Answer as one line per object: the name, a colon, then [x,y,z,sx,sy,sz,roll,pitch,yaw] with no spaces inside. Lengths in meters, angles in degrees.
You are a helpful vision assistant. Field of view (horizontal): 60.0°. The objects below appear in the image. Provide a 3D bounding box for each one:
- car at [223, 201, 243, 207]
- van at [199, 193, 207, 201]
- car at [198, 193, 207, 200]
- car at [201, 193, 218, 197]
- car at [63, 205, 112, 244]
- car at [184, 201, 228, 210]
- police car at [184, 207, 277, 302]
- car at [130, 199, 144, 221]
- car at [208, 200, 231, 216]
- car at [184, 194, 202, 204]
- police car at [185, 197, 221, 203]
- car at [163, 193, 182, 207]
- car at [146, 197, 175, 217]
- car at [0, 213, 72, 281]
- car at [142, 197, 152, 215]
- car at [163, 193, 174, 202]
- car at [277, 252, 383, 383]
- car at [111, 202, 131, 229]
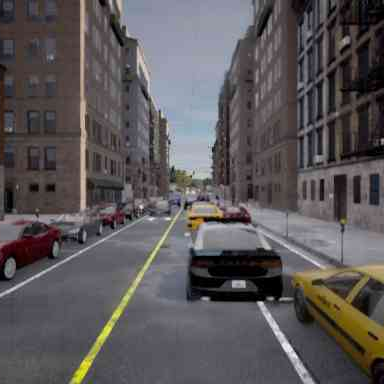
car: [2.635,1.521,21.185,1.887,1.381,4.507,0,0,0]
van: [2.688,1.244,81.977,1.690,1.788,3.998,0,0,0]
car: [2.683,1.211,87.481,2.192,1.841,5.009,0,0,0]
car: [2.634,1.265,43.914,2.192,1.841,5.009,0,0,0]
car: [-5.390,1.534,15.502,2.008,1.369,4.403,0,0,0]
car: [0.716,1.462,18.353,1.882,1.535,5.008,0,0,2]
police car: [0.823,1.417,8.435,1.930,1.638,5.238,0,0,0]
car: [-5.390,1.536,26.867,1.947,1.339,4.313,0,0,0]
car: [2.635,1.508,32.550,1.887,1.381,4.507,0,0,0]
car: [0.000,1.430,41.691,1.882,1.535,5.008,0,0,0]
police car: [0.707,1.398,24.407,1.930,1.638,5.238,0,0,-2]
car: [-2.753,1.177,49.294,2.150,2.045,5.566,0,0,0]
car: [-2.847,1.491,31.157,1.812,1.442,4.674,0,0,0]
car: [-5.390,1.534,9.820,1.887,1.381,4.507,0,0,0]
car: [-5.390,1.404,32.549,1.967,1.590,4.097,0,0,0]
car: [-5.422,1.225,76.472,2.192,1.841,5.009,0,0,0]
car: [2.635,1.521,4.308,1.752,1.417,4.829,0,0,0]
car: [-5.390,1.521,21.185,1.887,1.381,4.507,0,0,0]
